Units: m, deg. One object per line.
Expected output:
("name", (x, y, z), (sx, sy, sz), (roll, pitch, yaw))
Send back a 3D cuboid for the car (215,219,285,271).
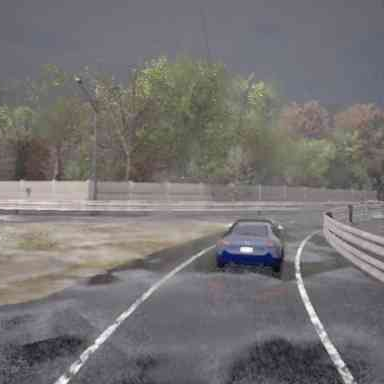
("car", (2.089, 1.601, 11.266), (1.994, 1.385, 4.181), (1, 0, 16))
